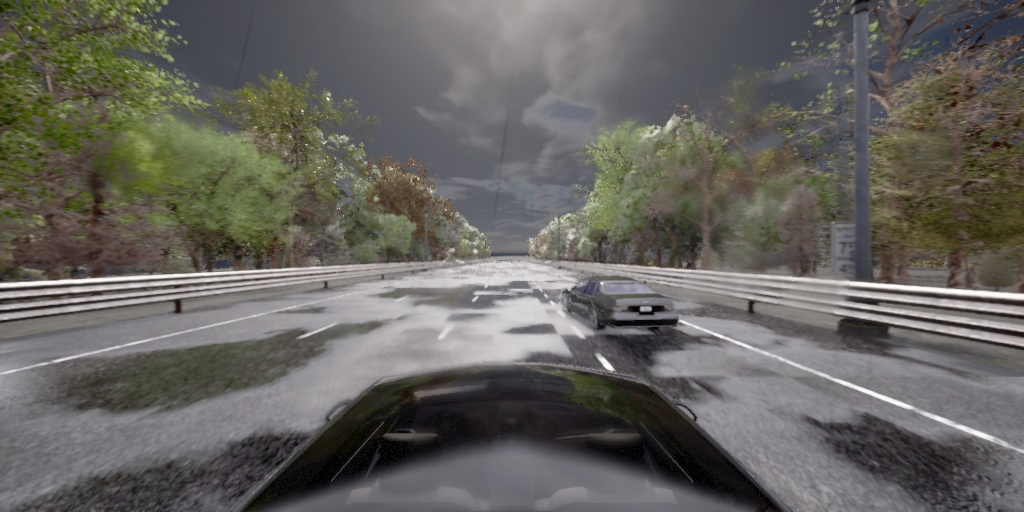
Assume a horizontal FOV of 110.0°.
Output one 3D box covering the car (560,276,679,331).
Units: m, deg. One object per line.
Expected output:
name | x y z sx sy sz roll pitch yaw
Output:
car | 2.962 1.332 11.125 2.033 1.411 5.357 0 0 -6
